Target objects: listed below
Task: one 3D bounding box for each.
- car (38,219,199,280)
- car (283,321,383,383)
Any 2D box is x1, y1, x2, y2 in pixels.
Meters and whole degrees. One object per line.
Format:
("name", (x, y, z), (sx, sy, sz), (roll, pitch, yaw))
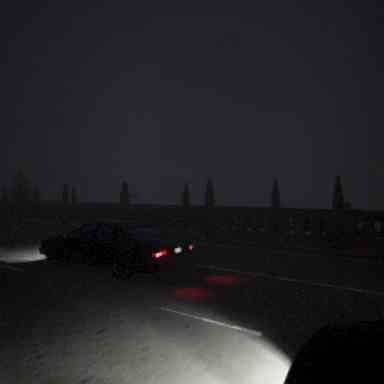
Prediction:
("car", (-2.399, 1.543, 10.000), (5.357, 1.411, 2.033), (0, 0, 35))
("car", (2.686, 1.565, 2.077), (4.181, 1.385, 1.994), (0, 0, 35))
